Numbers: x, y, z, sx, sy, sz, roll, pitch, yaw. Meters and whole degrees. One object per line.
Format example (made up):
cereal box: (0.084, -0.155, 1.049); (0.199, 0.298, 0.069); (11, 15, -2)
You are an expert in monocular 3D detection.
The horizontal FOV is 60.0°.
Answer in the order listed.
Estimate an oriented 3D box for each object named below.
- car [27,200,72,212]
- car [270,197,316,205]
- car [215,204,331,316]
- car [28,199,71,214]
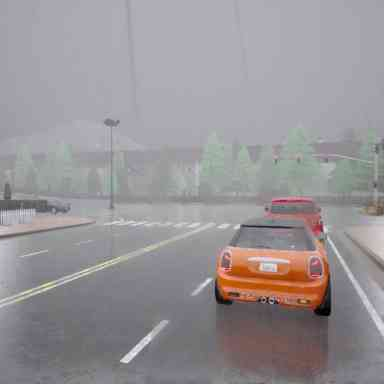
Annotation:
car: (-16.814, 1.592, 39.325); (4.718, 1.301, 1.895); (0, 0, 16)
car: (4.271, 1.221, 14.150); (2.150, 2.045, 5.566); (0, 0, 16)
car: (2.056, 1.352, 7.890); (2.097, 1.767, 4.553); (0, 0, 19)
car: (-15.227, 1.502, 35.212); (4.892, 1.490, 1.837); (0, 0, 18)
